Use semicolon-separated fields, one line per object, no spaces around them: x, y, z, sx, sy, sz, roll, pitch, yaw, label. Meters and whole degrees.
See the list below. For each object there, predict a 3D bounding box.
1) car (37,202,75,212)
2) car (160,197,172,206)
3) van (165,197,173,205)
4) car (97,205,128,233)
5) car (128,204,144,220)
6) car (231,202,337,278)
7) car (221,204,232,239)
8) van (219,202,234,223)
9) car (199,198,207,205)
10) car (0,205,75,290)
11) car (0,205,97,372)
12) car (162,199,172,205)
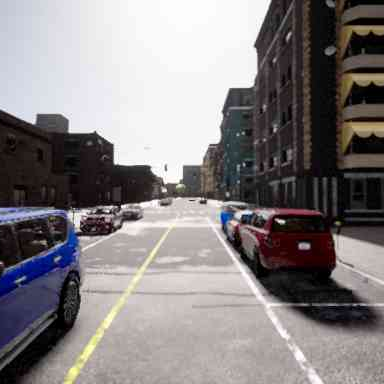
-19.300;2.074;47.299;4.507;1.381;1.887;0;-1;1;car
-5.753;2.226;70.000;1.887;1.381;4.507;1;-1;0;car
-5.672;2.132;81.371;1.690;1.788;3.998;1;-1;0;van
-5.674;1.648;21.234;1.967;1.590;4.097;1;-1;0;car
-5.677;1.864;32.046;2.008;1.369;4.403;1;-1;0;car
2.708;1.418;10.413;2.192;1.841;5.009;1;-1;0;car
2.706;1.596;15.819;1.967;1.590;4.097;1;-1;0;car
2.708;1.550;21.227;1.690;1.788;3.998;1;-1;0;van
2.706;2.232;81.430;1.967;1.590;4.097;1;-1;0;car
-5.671;1.418;10.421;2.192;1.841;5.009;1;-1;0;car
-3.100;1.263;4.109;2.150;2.045;5.566;0;-1;0;car
-5.677;2.280;75.682;1.887;1.381;4.507;1;-1;0;car
